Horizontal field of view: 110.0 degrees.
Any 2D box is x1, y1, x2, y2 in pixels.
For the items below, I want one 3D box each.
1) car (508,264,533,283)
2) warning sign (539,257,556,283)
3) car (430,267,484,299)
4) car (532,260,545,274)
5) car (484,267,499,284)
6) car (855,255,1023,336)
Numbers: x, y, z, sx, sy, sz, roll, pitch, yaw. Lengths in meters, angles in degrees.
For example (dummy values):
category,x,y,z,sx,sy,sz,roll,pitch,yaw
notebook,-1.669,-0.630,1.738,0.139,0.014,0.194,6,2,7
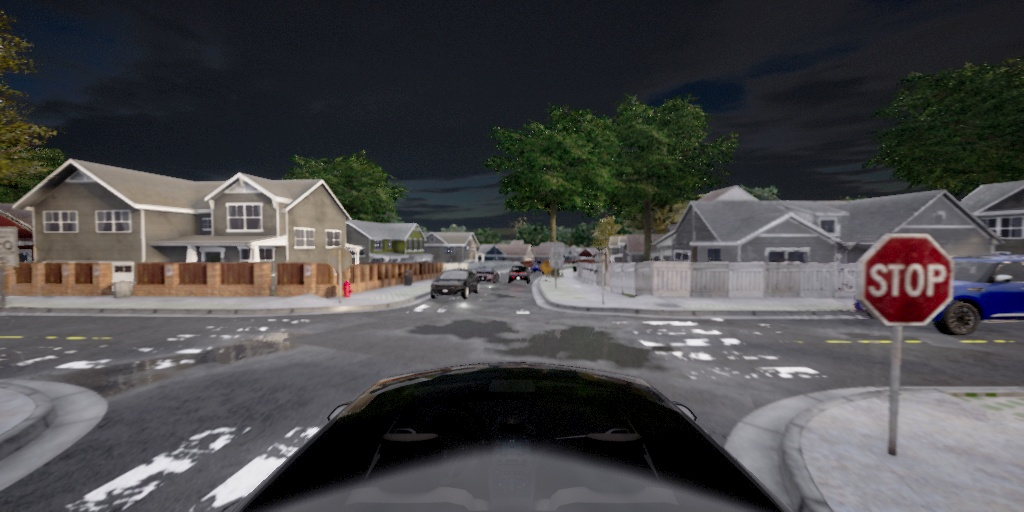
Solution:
category,x,y,z,sx,sy,sz,roll,pitch,yaw
car,0.744,1.671,32.913,1.837,1.490,4.892,0,-1,5
warning sign,2.862,1.247,30.197,1.300,1.860,1.060,0,0,4
car,-3.057,1.465,20.069,1.882,1.535,5.008,0,-1,5
car,4.322,1.722,56.661,2.150,2.045,5.566,0,0,12
car,-2.289,1.709,31.927,1.994,1.385,4.181,0,-1,5
car,13.254,1.000,10.220,5.566,2.045,2.150,0,2,-1
